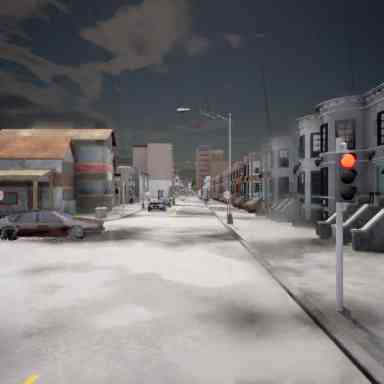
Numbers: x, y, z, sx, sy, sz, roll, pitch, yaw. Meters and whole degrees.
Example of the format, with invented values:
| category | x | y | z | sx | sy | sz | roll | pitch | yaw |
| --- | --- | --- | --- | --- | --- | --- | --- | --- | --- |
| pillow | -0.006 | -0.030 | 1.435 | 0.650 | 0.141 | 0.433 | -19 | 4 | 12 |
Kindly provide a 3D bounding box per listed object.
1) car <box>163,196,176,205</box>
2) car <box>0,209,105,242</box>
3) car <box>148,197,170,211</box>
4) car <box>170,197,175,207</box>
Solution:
| category | x | y | z | sx | sy | sz | roll | pitch | yaw |
| --- | --- | --- | --- | --- | --- | --- | --- | --- | --- |
| car | -3.971 | 1.547 | 59.904 | 2.033 | 1.411 | 5.357 | 0 | 0 | 1 |
| car | -7.037 | 1.548 | 16.019 | 5.357 | 1.411 | 2.033 | 0 | 0 | -5 |
| car | -4.049 | 1.564 | 39.509 | 1.994 | 1.385 | 4.181 | 0 | 0 | 0 |
| car | -4.023 | 1.505 | 49.454 | 1.837 | 1.490 | 4.892 | 0 | 0 | 0 |
